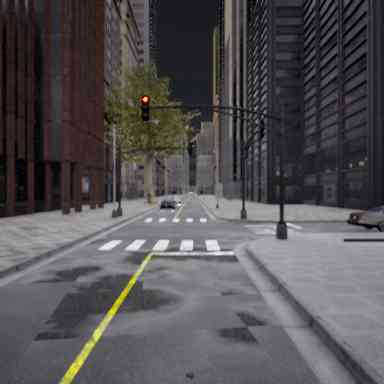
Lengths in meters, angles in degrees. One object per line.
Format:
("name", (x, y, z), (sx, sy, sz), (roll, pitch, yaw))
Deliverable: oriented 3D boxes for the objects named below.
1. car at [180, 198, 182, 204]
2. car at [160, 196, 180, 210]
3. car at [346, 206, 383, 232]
("car", (-2.943, 1.475, 59.610), (1.812, 1.442, 4.674), (0, 0, 1))
("car", (-3.016, 1.491, 42.271), (2.033, 1.411, 5.357), (0, 0, 0))
("car", (11.561, 1.461, 18.508), (5.357, 1.411, 2.033), (0, 0, 0))
